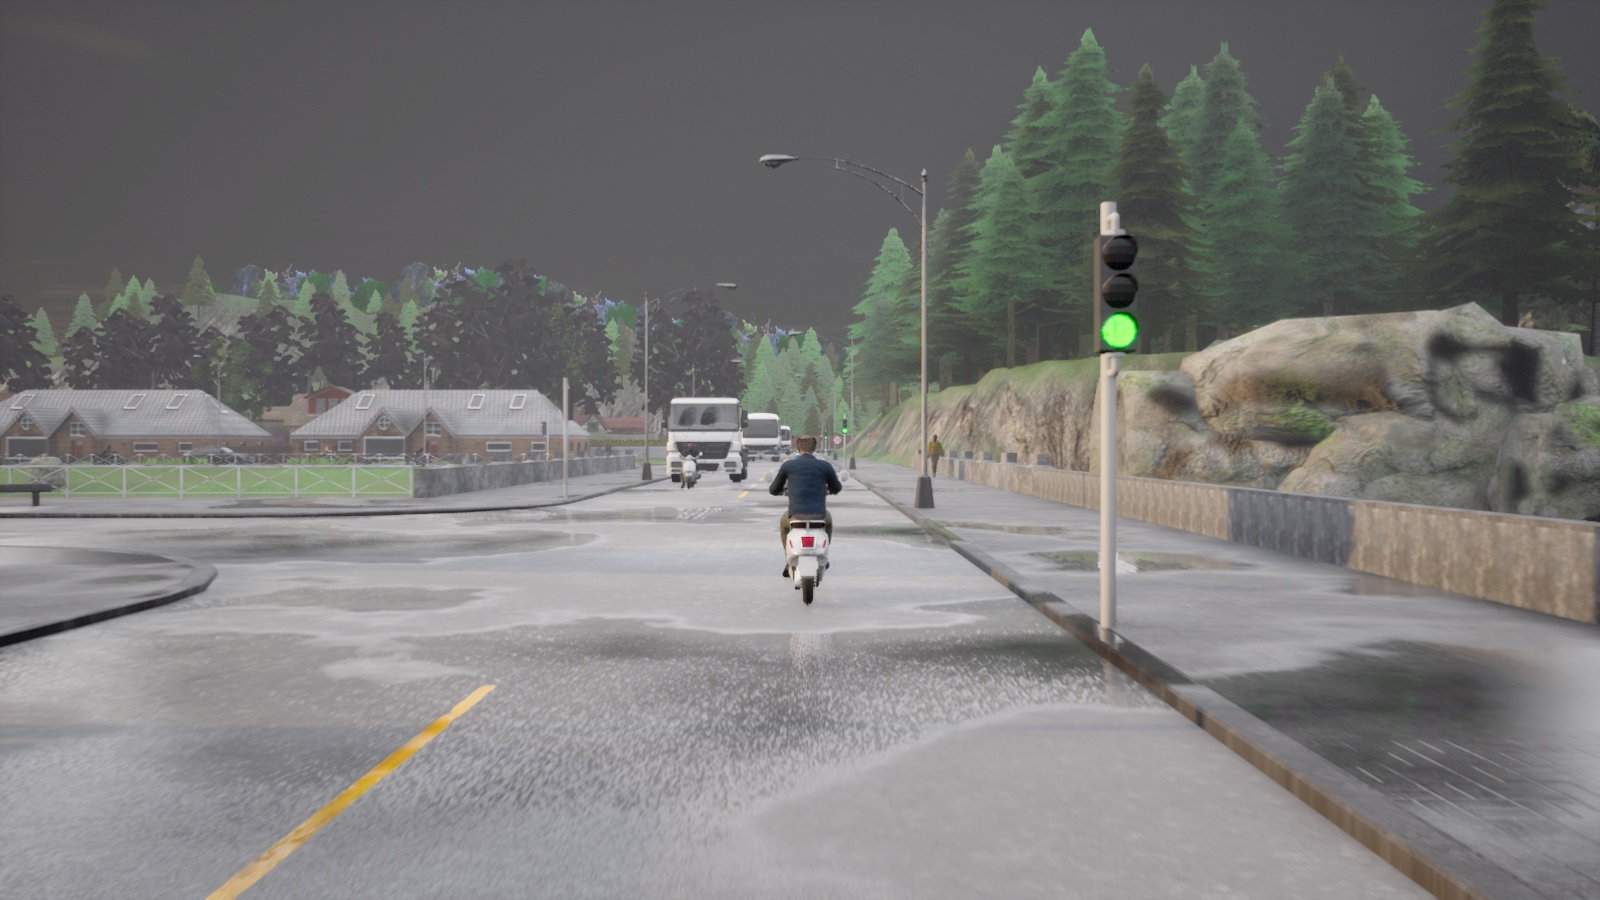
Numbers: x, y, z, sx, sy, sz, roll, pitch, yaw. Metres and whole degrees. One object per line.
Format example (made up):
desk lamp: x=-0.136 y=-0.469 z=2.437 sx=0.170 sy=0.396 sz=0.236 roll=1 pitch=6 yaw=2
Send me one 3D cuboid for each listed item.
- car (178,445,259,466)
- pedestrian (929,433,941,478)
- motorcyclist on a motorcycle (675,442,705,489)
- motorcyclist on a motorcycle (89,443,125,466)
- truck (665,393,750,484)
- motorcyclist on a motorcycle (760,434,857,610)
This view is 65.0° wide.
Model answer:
car: x=-39.480 y=0.364 z=85.284 sx=4.674 sy=1.442 sz=1.812 roll=0 pitch=0 yaw=0
pedestrian: x=5.586 y=0.231 z=52.045 sx=0.370 sy=1.835 sz=0.726 roll=0 pitch=0 yaw=-3
motorcyclist on a motorcycle: x=-3.739 y=0.508 z=42.797 sx=0.866 sy=1.590 sz=1.817 roll=0 pitch=0 yaw=0
motorcyclist on a motorcycle: x=-47.089 y=0.315 z=85.327 sx=2.044 sy=1.523 sz=0.797 roll=0 pitch=0 yaw=0
truck: x=-3.685 y=-0.470 z=51.964 sx=2.891 sy=3.462 sz=7.936 roll=0 pitch=1 yaw=0
motorcyclist on a motorcycle: x=0.066 y=0.646 z=12.247 sx=0.866 sy=1.590 sz=1.817 roll=0 pitch=0 yaw=-1
